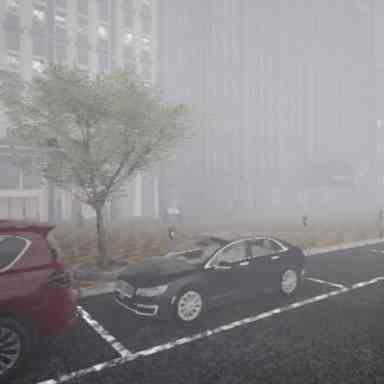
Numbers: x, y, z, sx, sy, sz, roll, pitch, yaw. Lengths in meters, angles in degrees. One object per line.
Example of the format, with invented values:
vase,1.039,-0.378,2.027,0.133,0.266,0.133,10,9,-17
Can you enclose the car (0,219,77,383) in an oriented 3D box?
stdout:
car,-3.915,1.317,3.770,5.009,1.841,2.192,0,0,-36

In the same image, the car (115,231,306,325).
car,0.582,1.541,6.979,4.403,1.369,2.008,0,0,-36
